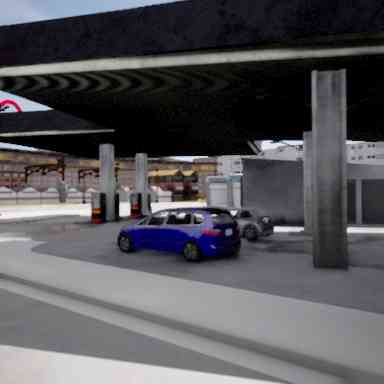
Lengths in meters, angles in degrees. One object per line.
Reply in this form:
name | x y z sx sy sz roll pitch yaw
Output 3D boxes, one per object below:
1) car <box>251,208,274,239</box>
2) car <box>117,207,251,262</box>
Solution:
car | 2.122 1.535 17.029 3.806 1.475 1.970 -1 0 36
car | -0.589 1.366 11.907 4.611 1.667 2.242 -1 0 36
